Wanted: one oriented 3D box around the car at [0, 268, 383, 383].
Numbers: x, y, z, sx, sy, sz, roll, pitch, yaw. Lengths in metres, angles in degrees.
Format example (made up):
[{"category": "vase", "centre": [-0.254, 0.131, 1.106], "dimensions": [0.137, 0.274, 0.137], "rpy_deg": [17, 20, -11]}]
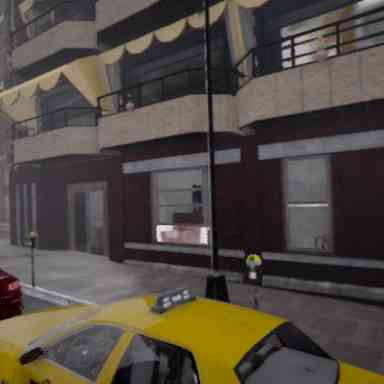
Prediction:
[{"category": "car", "centre": [-0.380, 1.548, 3.018], "dimensions": [4.829, 1.417, 1.752], "rpy_deg": [-1, -2, 36]}]
